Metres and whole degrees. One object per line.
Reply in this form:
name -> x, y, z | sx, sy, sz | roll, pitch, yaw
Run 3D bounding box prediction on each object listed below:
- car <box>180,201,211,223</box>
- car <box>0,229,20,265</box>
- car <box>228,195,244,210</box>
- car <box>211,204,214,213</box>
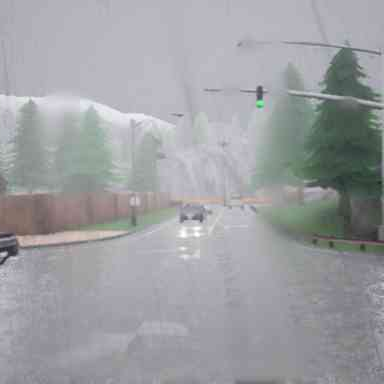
car -> 0.155, 1.705, 27.923 | 2.128, 1.511, 4.902 | -1, 0, 7
car -> -7.922, 1.674, 10.563 | 4.902, 1.511, 2.128 | -1, -1, 16
car -> 6.527, 1.510, 49.509 | 2.150, 2.045, 5.566 | -1, 0, 7
car -> 1.401, 1.798, 37.947 | 1.812, 1.442, 4.674 | -1, 0, 7
